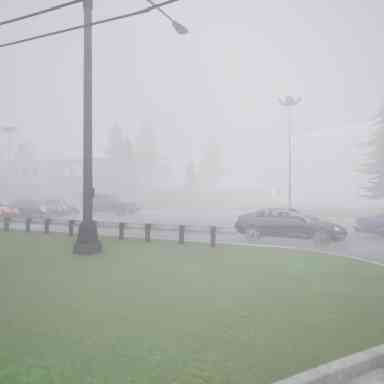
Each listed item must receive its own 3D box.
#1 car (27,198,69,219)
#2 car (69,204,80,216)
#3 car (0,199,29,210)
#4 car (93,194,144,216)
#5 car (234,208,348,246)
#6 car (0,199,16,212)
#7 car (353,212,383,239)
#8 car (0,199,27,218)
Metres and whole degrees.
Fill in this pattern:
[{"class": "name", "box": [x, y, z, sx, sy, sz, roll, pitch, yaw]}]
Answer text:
[{"class": "car", "box": [-12.789, 1.352, 27.184, 4.553, 1.767, 2.097, 0, 0, 25]}, {"class": "car", "box": [-12.687, 1.352, 31.010, 4.553, 1.767, 2.097, 0, 0, 25]}, {"class": "car", "box": [-24.110, 1.601, 44.226, 4.718, 1.301, 1.895, 0, 0, 25]}, {"class": "car", "box": [-7.869, 1.221, 32.595, 5.566, 2.045, 2.150, 0, 0, 25]}, {"class": "car", "box": [4.377, 1.488, 15.144, 4.902, 1.511, 2.128, 0, 0, 25]}, {"class": "car", "box": [-24.029, 1.548, 40.279, 5.357, 1.411, 2.033, 0, 0, 25]}, {"class": "car", "box": [10.723, 1.547, 16.007, 5.357, 1.411, 2.033, 0, 0, 25]}, {"class": "car", "box": [-14.729, 1.354, 24.230, 4.553, 1.767, 2.097, 0, 0, 25]}]
